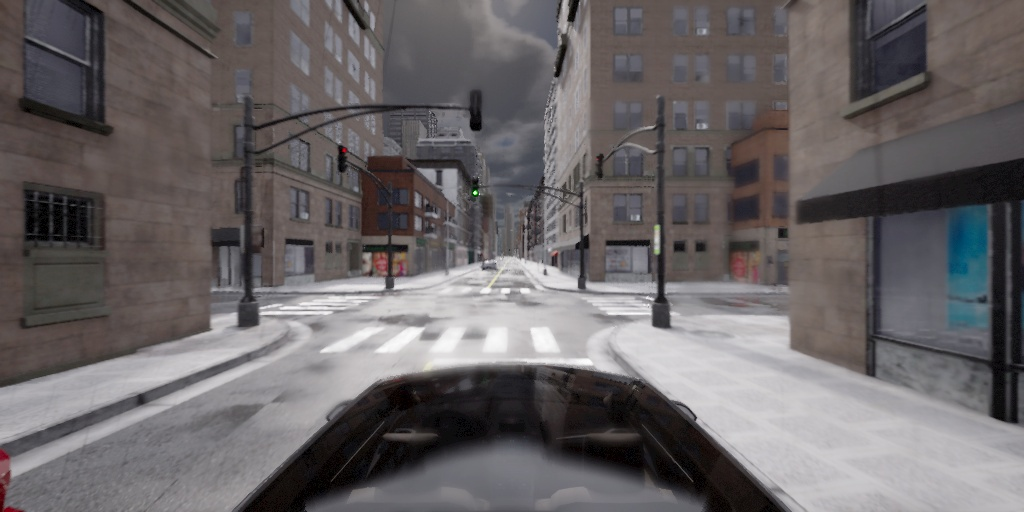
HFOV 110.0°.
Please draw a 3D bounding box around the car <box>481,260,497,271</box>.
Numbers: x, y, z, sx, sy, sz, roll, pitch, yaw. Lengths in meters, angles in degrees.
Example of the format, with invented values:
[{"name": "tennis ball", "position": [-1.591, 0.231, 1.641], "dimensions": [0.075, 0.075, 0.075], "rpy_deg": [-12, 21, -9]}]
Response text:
[{"name": "car", "position": [-3.000, 1.291, 48.169], "dimensions": [1.994, 1.385, 4.181], "rpy_deg": [0, 0, 0]}]
